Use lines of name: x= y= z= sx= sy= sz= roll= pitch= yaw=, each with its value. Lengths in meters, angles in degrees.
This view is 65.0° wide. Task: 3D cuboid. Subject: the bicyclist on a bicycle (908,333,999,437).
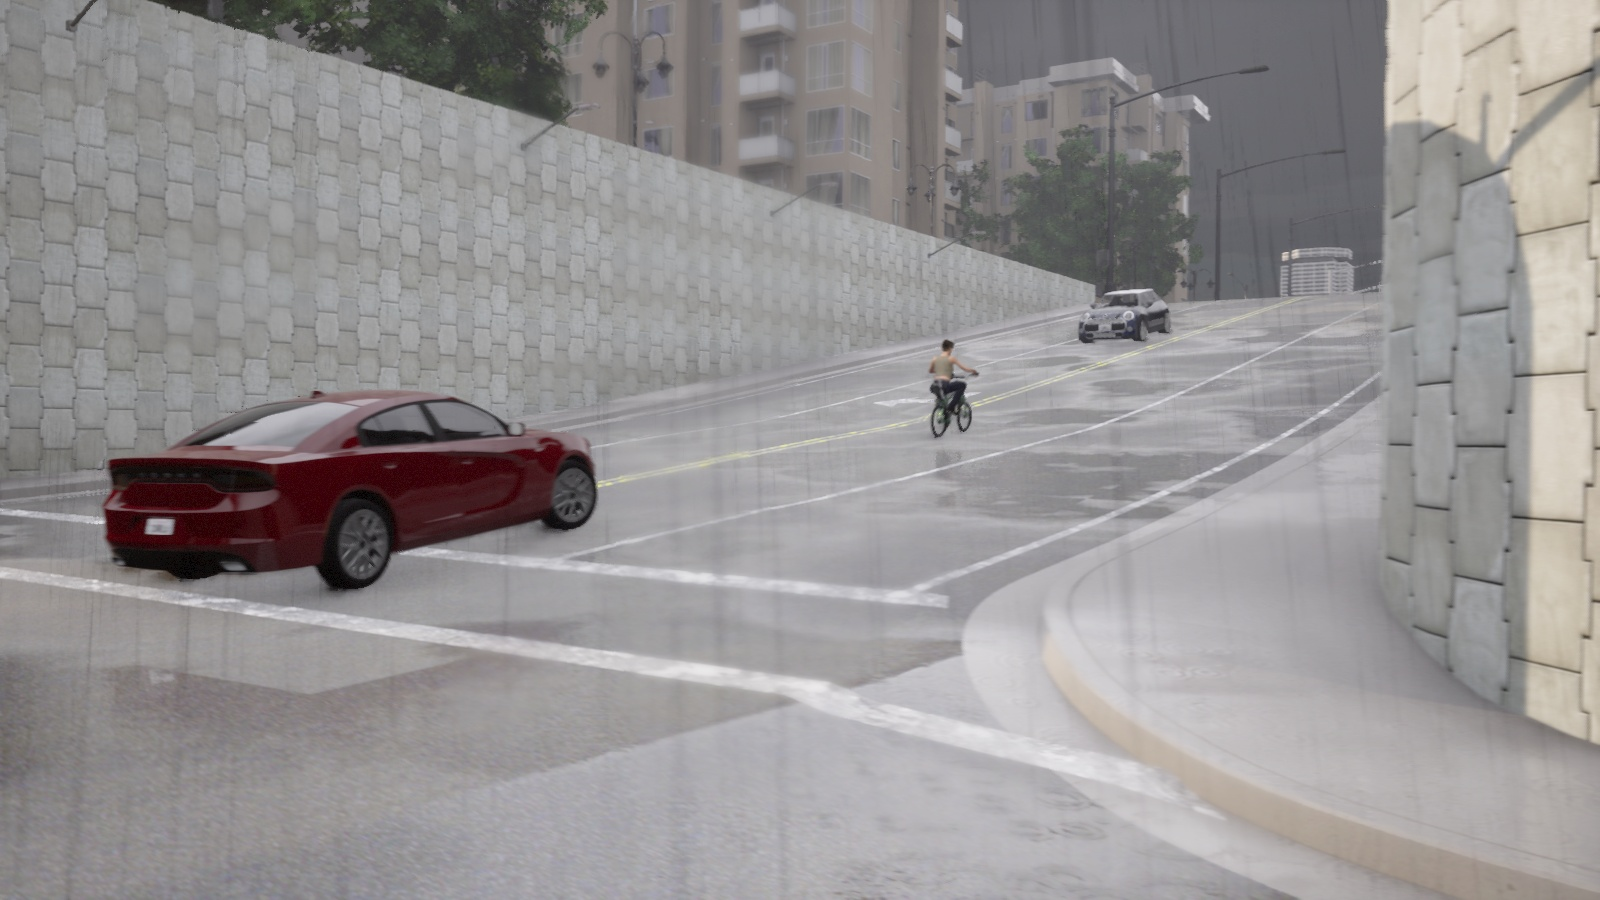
bicyclist on a bicycle: x=2.603 y=-1.109 z=21.149 sx=0.866 sy=1.612 sz=1.509 roll=0 pitch=7 yaw=33

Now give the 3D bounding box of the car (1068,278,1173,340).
car: x=9.976 y=-4.387 z=38.892 sx=1.970 sy=1.475 sz=3.806 roll=0 pitch=10 yaw=33

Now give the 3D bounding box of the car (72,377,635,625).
car: x=-3.632 y=0.247 z=11.488 sx=1.882 sy=1.535 sz=5.008 roll=-1 pitch=5 yaw=23
